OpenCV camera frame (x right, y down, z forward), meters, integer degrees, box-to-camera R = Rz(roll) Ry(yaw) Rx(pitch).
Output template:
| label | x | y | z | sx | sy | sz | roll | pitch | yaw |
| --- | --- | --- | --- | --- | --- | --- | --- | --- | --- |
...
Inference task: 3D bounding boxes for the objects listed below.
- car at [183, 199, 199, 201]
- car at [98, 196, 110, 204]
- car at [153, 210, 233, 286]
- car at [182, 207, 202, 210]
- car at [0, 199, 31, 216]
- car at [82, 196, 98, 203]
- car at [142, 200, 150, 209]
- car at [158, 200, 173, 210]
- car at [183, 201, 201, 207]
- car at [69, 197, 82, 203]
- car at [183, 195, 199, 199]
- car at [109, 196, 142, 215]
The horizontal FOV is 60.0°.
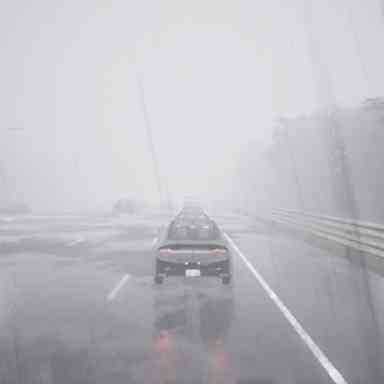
| label | x | y | z | sx | sy | sz | roll | pitch | yaw |
| --- | --- | --- | --- | --- | --- | --- | --- | --- | --- |
| car | 0.020 | 1.714 | 35.178 | 1.994 | 1.385 | 4.181 | 0 | 0 | 0 |
| car | -18.373 | 1.660 | 72.847 | 2.097 | 1.767 | 4.553 | 0 | 0 | -2 |
| car | 0.021 | 1.500 | 9.449 | 2.128 | 1.511 | 4.902 | 0 | 0 | 0 |
| car | 0.022 | 1.640 | 16.826 | 1.895 | 1.301 | 4.718 | 0 | 0 | 0 |
| car | -17.409 | 1.580 | 32.270 | 1.994 | 1.385 | 4.181 | 0 | 0 | -1 |
| car | -21.882 | 1.604 | 73.171 | 2.097 | 1.767 | 4.553 | 0 | 0 | -2 |
| car | -7.167 | 1.795 | 47.783 | 1.895 | 1.301 | 4.718 | 0 | 0 | -1 |
| car | -3.644 | 1.755 | 46.377 | 2.033 | 1.411 | 5.357 | 0 | 0 | -1 |
| car | 0.001 | 1.627 | 24.087 | 2.033 | 1.411 | 5.357 | 0 | 0 | 0 |
| car | -25.382 | 1.777 | 73.048 | 1.994 | 1.385 | 4.181 | 0 | 0 | -2 |
| car | -0.179 | 1.464 | 48.745 | 2.150 | 2.045 | 5.566 | 0 | -1 | -1 |
| car | -6.985 | 1.458 | 35.560 | 2.097 | 1.767 | 4.553 | 0 | 0 | -1 |
